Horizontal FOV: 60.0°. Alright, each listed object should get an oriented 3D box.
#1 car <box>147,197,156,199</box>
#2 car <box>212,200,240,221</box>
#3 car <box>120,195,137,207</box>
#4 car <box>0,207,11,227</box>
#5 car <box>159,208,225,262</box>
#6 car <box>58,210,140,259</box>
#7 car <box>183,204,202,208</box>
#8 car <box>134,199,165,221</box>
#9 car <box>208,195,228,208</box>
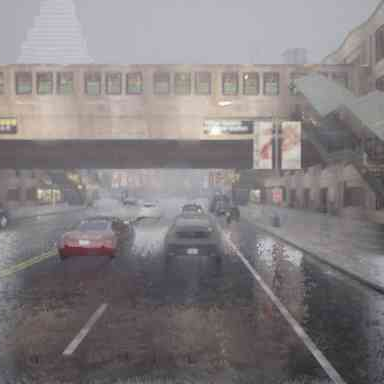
[{"bbox_3d":[-6.924,1.652,56.578,1.882,1.535,5.008,0,0,0],"label":"car"},{"bbox_3d":[3.231,1.694,31.925,1.895,1.301,4.718,0,0,0],"label":"car"},{"bbox_3d":[-10.424,1.652,56.577,1.882,1.535,5.008,0,0,0],"label":"car"},{"bbox_3d":[-13.501,1.545,20.699,2.231,1.521,4.892,0,0,10],"label":"car"},{"bbox_3d":[0.047,1.541,12.249,1.837,1.490,4.892,0,-1,1],"label":"car"},{"bbox_3d":[-3.450,1.605,12.739,1.994,1.385,4.181,0,0,1],"label":"car"},{"bbox_3d":[0.045,1.626,25.449,2.033,1.411,5.357,0,0,1],"label":"car"},{"bbox_3d":[-3.401,1.613,28.245,1.812,1.442,4.674,0,0,1],"label":"car"},{"bbox_3d":[3.187,1.350,39.322,2.435,2.045,5.566,0,0,0],"label":"car"}]
